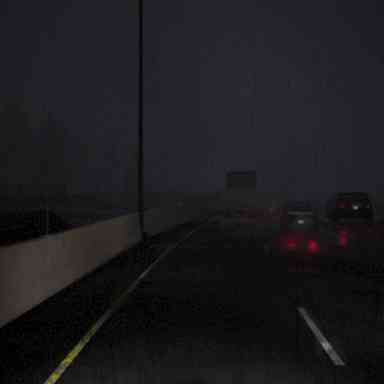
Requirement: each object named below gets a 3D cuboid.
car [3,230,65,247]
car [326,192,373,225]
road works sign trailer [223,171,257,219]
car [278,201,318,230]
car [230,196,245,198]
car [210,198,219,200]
[{"bbox_3d":[-6.138,1.348,11.468,1.837,1.490,4.892,0,1,7],"label":"car"},{"bbox_3d":[10.446,0.995,22.374,2.150,2.045,5.566,0,1,15],"label":"car"},{"bbox_3d":[3.865,0.174,25.914,2.380,3.560,2.880,0,1,20],"label":"road works sign trailer"},{"bbox_3d":[6.138,1.284,19.460,2.128,1.511,4.902,0,1,13],"label":"car"},{"bbox_3d":[7.121,0.913,50.359,1.882,1.535,5.008,0,1,31],"label":"car"},{"bbox_3d":[2.944,1.024,50.113,1.895,1.301,4.718,1,1,29],"label":"car"}]
